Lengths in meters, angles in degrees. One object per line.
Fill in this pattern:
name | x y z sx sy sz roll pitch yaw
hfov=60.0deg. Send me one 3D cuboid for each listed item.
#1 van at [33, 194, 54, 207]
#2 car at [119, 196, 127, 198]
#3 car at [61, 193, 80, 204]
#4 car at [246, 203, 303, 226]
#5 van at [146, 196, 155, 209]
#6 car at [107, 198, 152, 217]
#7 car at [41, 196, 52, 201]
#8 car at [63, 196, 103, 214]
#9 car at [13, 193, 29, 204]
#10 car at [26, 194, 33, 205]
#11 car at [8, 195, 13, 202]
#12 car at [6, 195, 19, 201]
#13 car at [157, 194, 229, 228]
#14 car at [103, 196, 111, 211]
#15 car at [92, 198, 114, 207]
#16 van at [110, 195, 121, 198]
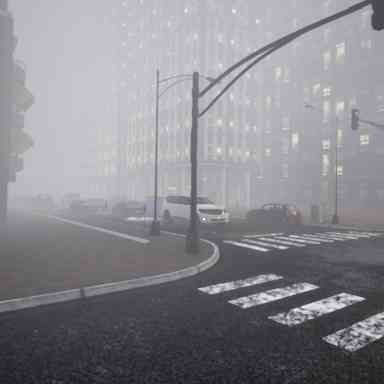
van | -20.645 1.196 46.748 1.690 1.788 3.998 1 -1 -35
car | -7.279 1.583 42.377 2.008 1.369 4.403 1 -1 -35
car | -20.454 1.180 56.317 2.150 2.045 5.566 1 -1 -35
car | 5.794 1.504 23.948 1.967 1.590 4.097 1 -1 -35
van | -4.008 1.381 37.772 1.690 1.788 3.998 1 -1 -35
car | -5.771 1.497 30.252 1.994 1.385 4.181 1 -1 -35
car | -36.689 1.569 83.844 1.802 1.307 4.206 1 -1 -35
car | -10.846 1.426 32.923 2.008 1.369 4.403 1 -1 -35
car | -30.448 1.154 60.570 2.192 1.841 5.009 1 -1 -35
car | -23.917 1.431 51.353 1.802 1.307 4.206 1 -1 -35
car | -36.987 1.396 69.783 1.947 1.339 4.313 1 -1 -35
car | -40.254 1.377 74.391 2.008 1.369 4.403 1 -1 -35
car | 0.012 1.169 22.098 2.150 2.045 5.566 1 -1 -35
car | -11.650 1.467 38.546 2.033 1.411 5.357 1 -1 -35
car | -13.815 1.585 51.592 1.947 1.339 4.313 1 -1 -35
van | -10.543 1.367 46.987 1.690 1.788 3.998 1 -1 -35
